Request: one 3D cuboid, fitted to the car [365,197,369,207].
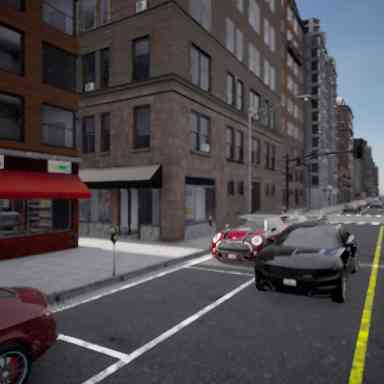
[{"bbox_3d":[33.149,2.238,64.782,1.752,1.417,4.829,-1,-1,31],"label":"car"}]

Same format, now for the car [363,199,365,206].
[{"bbox_3d":[24.576,2.103,50.246,1.887,1.381,4.507,-1,-1,31],"label":"car"}]

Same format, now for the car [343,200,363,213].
[{"bbox_3d":[21.690,2.057,45.353,2.008,1.369,4.403,-1,-1,31],"label":"car"}]

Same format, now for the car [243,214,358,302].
[{"bbox_3d":[3.240,1.581,8.880,1.882,1.535,5.008,-1,-1,30],"label":"car"}]

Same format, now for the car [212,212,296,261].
[{"bbox_3d":[2.326,1.589,12.523,1.967,1.590,4.097,-1,-1,31],"label":"car"}]

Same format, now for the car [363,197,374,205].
[{"bbox_3d":[44.781,2.226,84.506,2.192,1.841,5.009,0,-1,31],"label":"car"}]

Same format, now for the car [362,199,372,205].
[{"bbox_3d":[41.895,2.428,79.609,1.947,1.339,4.313,0,-1,31],"label":"car"}]

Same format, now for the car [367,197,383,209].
[{"bbox_3d":[31.450,2.127,56.764,1.837,1.490,4.892,-1,-1,31],"label":"car"}]

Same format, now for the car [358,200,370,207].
[{"bbox_3d":[36.122,2.330,69.822,1.947,1.339,4.313,0,-1,31],"label":"car"}]

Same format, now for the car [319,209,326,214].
[{"bbox_3d":[7.933,1.804,22.027,2.008,1.369,4.403,-1,-1,31],"label":"car"}]

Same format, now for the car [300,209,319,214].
[{"bbox_3d":[5.043,1.725,17.128,1.752,1.417,4.829,-1,-1,31],"label":"car"}]

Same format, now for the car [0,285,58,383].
[{"bbox_3d":[-3.281,1.627,3.015,1.802,1.307,4.206,-1,-1,31],"label":"car"}]
